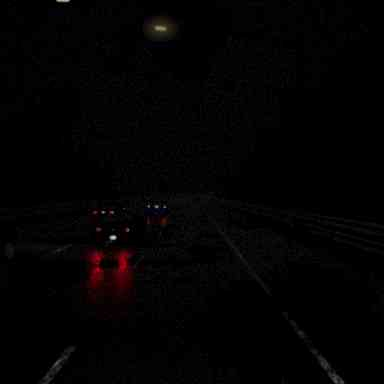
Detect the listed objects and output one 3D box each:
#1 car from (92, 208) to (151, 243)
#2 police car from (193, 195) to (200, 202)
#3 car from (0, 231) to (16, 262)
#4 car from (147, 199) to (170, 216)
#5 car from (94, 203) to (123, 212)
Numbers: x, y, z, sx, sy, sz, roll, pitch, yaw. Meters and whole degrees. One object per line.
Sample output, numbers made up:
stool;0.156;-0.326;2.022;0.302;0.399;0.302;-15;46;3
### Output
car;-3.410;1.671;16.599;1.895;1.301;4.718;0;0;0
police car;1.208;1.820;93.315;1.930;1.638;5.238;0;0;1
car;-6.906;1.517;9.297;1.882;1.535;5.008;0;0;0
car;-3.420;1.495;34.287;2.097;1.767;4.553;0;0;0
car;-6.917;1.667;28.355;2.033;1.411;5.357;0;0;0
